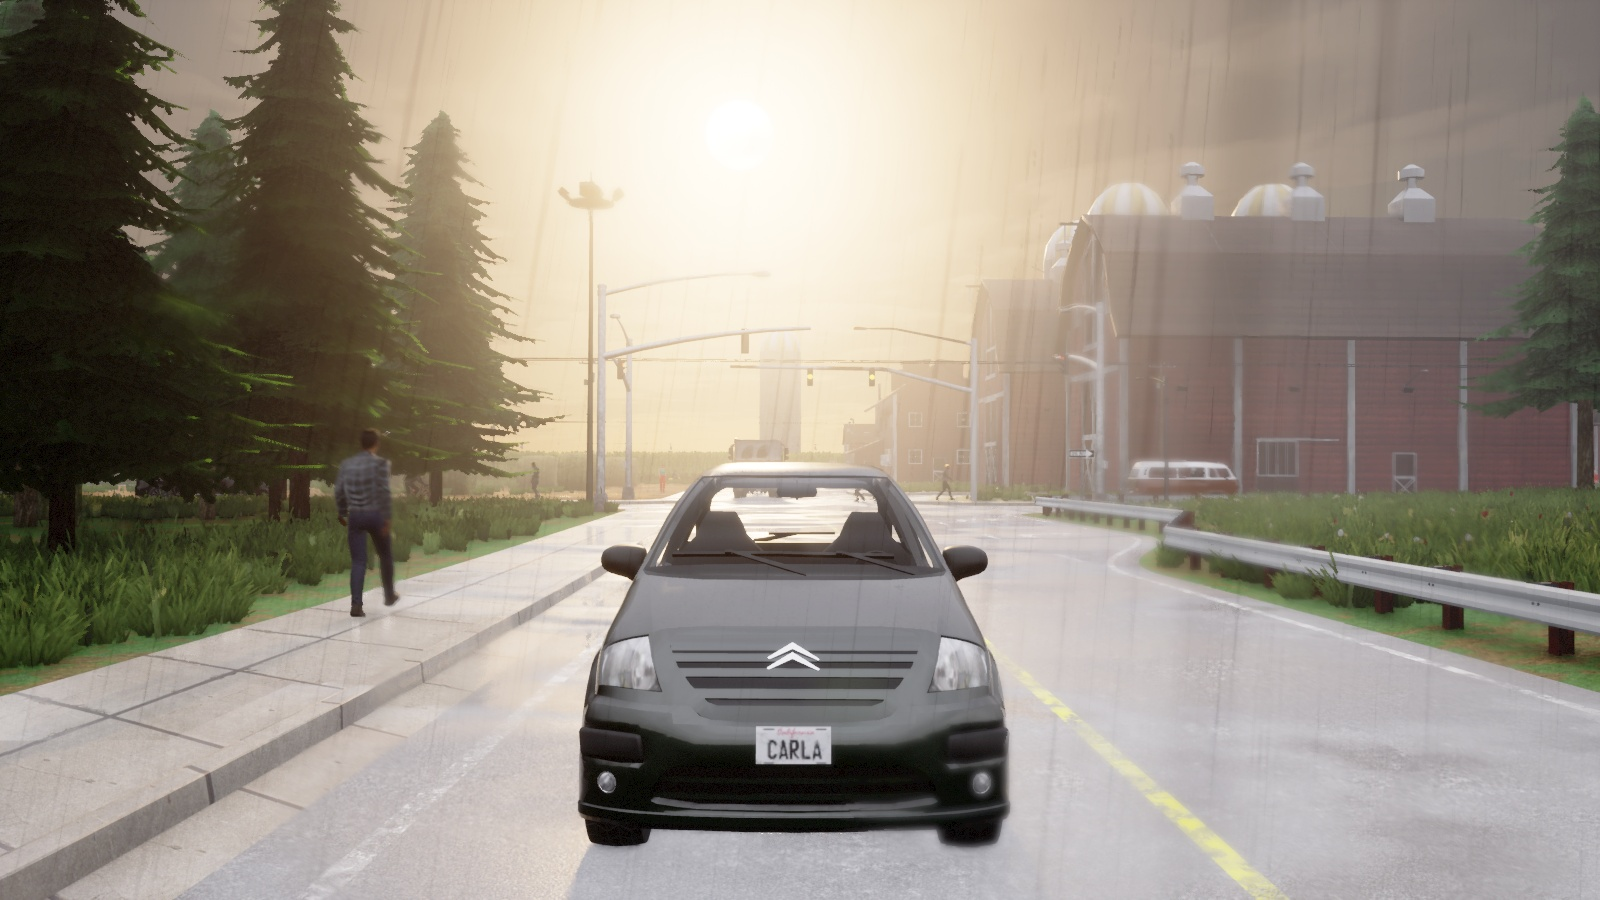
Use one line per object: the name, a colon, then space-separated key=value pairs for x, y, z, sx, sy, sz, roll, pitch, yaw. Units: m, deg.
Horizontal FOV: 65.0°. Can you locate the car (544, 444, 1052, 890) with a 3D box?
car: x=-0.021 y=0.823 z=6.581 sx=1.851 sy=1.617 sz=3.988 roll=0 pitch=-1 yaw=0

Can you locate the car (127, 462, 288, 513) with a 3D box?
car: x=-24.170 y=1.518 z=51.378 sx=5.566 sy=2.045 sz=2.150 roll=0 pitch=-1 yaw=-1

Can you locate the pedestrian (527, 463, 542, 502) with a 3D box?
pedestrian: x=-12.549 y=1.534 z=59.428 sx=0.614 sy=1.847 sz=0.353 roll=0 pitch=-1 yaw=12

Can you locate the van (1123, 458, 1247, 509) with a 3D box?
van: x=16.002 y=1.377 z=52.324 sx=4.480 sy=2.038 sz=2.069 roll=0 pitch=-1 yaw=-2

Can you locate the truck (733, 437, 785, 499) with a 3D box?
truck: x=-2.453 y=1.075 z=73.816 sx=2.891 sy=3.462 sz=7.936 roll=0 pitch=-1 yaw=-2

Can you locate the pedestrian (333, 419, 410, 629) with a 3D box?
pedestrian: x=-4.102 y=0.695 z=12.065 sx=0.423 sy=1.949 sz=0.788 roll=0 pitch=-1 yaw=4

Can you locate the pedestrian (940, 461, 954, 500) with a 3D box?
pedestrian: x=7.023 y=1.446 z=59.976 sx=0.634 sy=1.846 sz=0.331 roll=0 pitch=-1 yaw=5
